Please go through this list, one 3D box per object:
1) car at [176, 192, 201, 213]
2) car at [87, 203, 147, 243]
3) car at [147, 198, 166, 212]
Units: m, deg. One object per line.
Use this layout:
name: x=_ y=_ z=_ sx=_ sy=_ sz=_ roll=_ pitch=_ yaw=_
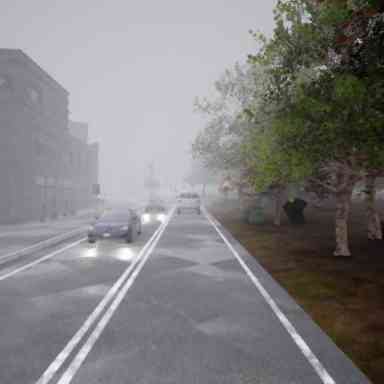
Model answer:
car: x=-0.339 y=0.970 z=32.783 sx=2.150 sy=2.045 sz=5.566 roll=0 pitch=1 yaw=-1
car: x=-3.472 y=1.459 z=15.727 sx=1.812 sy=1.442 sz=4.674 roll=0 pitch=0 yaw=-1
car: x=-3.710 y=1.319 z=34.553 sx=1.895 sy=1.301 sz=4.718 roll=0 pitch=1 yaw=-1
